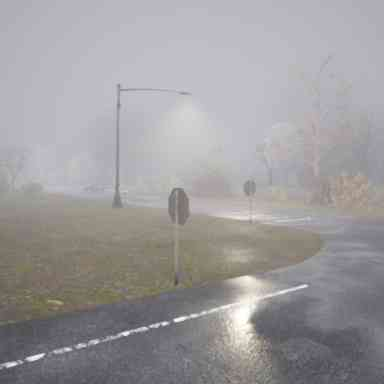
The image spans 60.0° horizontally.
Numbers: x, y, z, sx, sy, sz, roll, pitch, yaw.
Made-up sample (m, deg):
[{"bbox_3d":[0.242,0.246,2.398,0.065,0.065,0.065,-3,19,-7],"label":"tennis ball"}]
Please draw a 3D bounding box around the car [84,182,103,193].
[{"bbox_3d":[-17.622,-0.829,59.861,2.150,2.045,5.566,0,2,-36],"label":"car"}]

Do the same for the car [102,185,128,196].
[{"bbox_3d":[-11.812,-0.128,51.733,1.895,1.301,4.718,0,2,-36],"label":"car"}]
